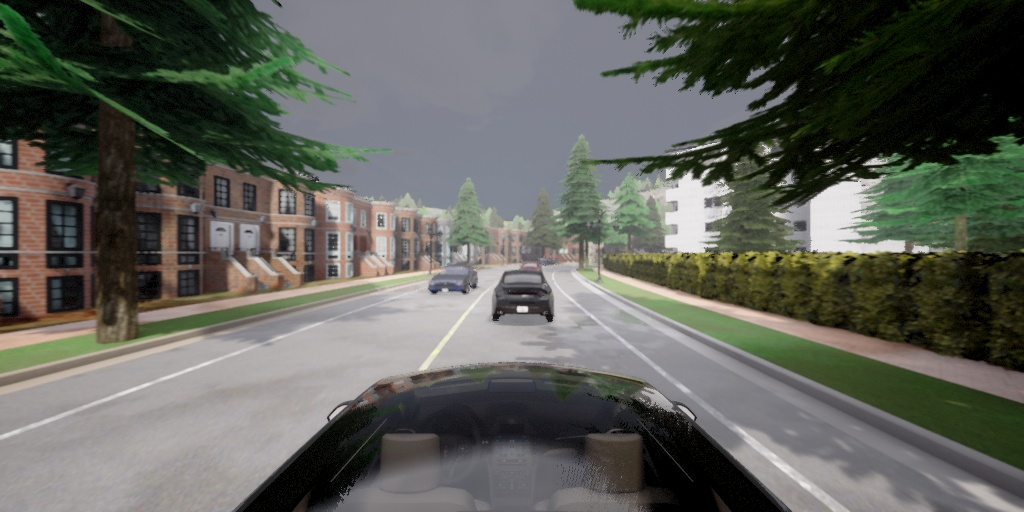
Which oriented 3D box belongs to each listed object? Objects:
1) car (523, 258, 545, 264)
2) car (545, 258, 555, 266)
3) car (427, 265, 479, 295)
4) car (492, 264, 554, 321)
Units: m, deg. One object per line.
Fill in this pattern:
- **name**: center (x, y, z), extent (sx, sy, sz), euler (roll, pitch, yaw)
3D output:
- **car**: center (1.508, 1.134, 28.536), extent (1.812, 1.442, 4.674), euler (0, 0, 5)
- **car**: center (5.445, 0.990, 60.290), extent (2.033, 1.411, 5.357), euler (0, 0, 29)
- **car**: center (-2.964, 1.198, 19.354), extent (2.033, 1.411, 5.357), euler (0, 0, 4)
- **car**: center (0.385, 1.199, 12.237), extent (1.837, 1.490, 4.892), euler (0, 0, 2)
